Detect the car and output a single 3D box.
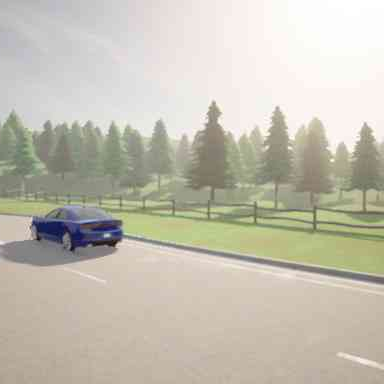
[{"bbox_3d":[-4.648,1.277,13.105,1.882,1.535,5.008,0,1,-45],"label":"car"}]
